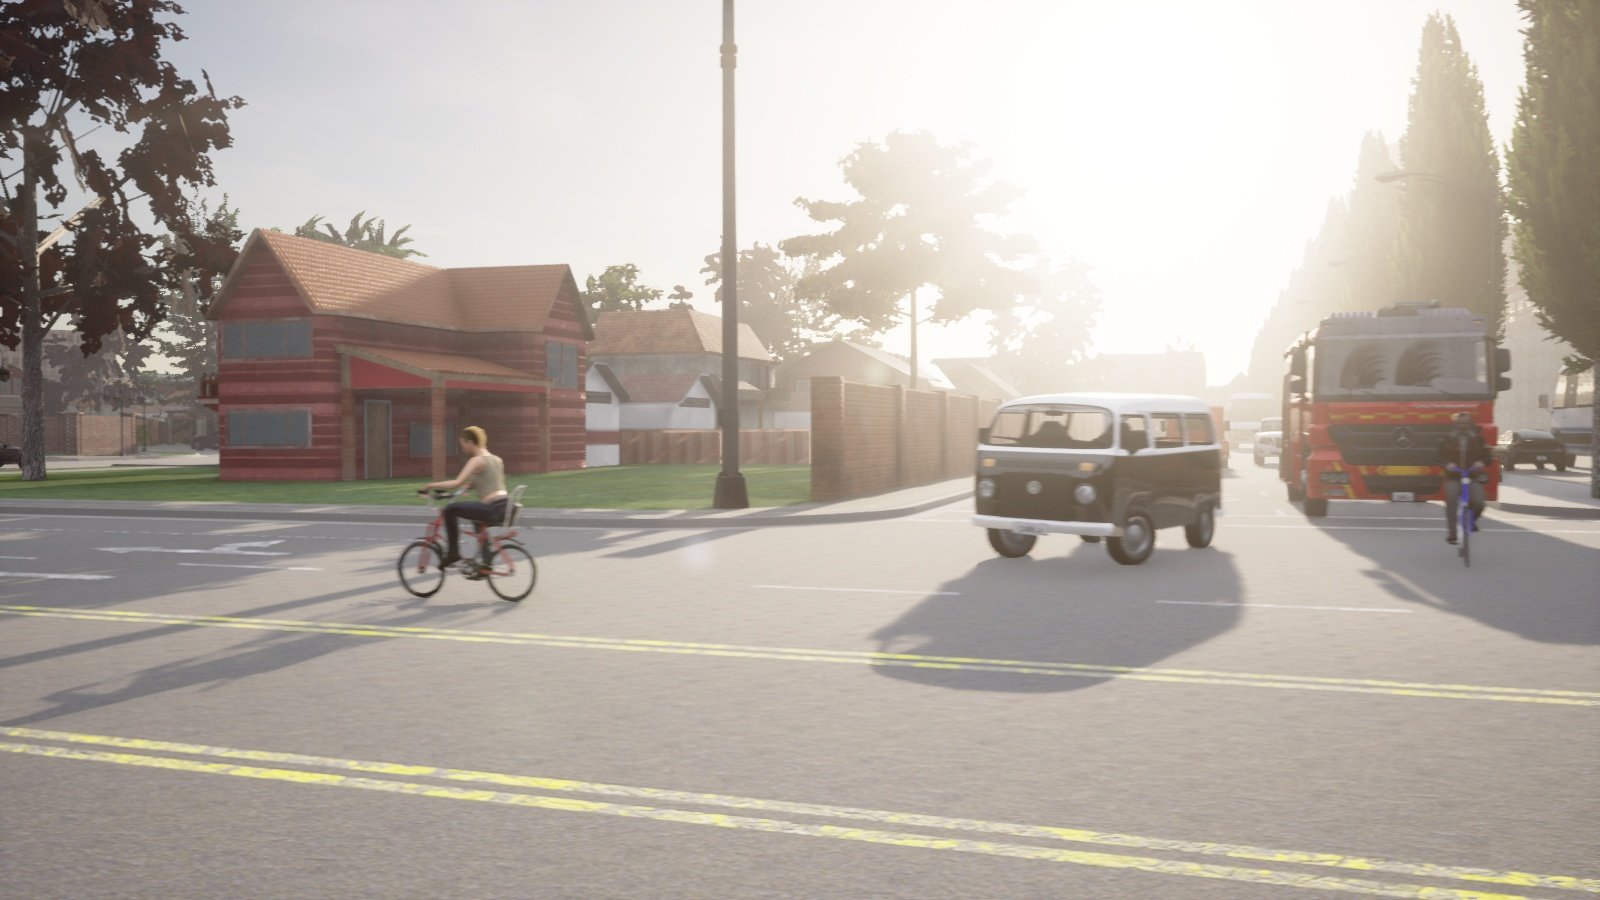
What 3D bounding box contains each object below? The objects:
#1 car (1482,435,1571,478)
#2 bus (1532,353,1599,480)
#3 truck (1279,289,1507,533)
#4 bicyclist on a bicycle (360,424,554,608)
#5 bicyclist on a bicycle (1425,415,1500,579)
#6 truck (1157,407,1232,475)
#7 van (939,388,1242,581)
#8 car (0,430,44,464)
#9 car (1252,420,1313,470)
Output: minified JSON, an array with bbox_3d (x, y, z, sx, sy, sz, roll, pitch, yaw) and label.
[{"bbox_3d":[26.531,0.194,46.036,1.837,1.490,4.892,1,1,18],"label":"car"},{"bbox_3d":[30.067,-1.166,45.538,3.944,4.253,10.273,1,1,18],"label":"bus"},{"bbox_3d":[10.996,-0.685,24.168,2.891,3.827,8.468,1,1,18],"label":"truck"},{"bbox_3d":[-3.172,0.565,11.653,1.509,1.612,0.866,0,1,18],"label":"bicyclist on a bicycle"},{"bbox_3d":[7.641,0.493,14.539,0.659,1.776,1.843,0,1,25],"label":"bicyclist on a bicycle"},{"bbox_3d":[15.307,-0.383,48.696,2.627,2.467,5.204,1,1,18],"label":"truck"},{"bbox_3d":[3.794,0.310,15.790,2.069,2.038,4.480,3,2,36],"label":"van"},{"bbox_3d":[-34.928,-0.135,53.432,1.812,1.442,4.674,0,1,17],"label":"car"},{"bbox_3d":[20.943,-0.252,54.694,2.150,2.045,5.566,1,1,18],"label":"car"}]
